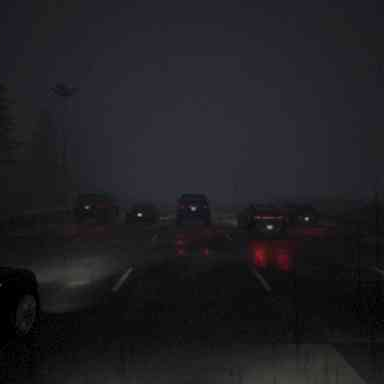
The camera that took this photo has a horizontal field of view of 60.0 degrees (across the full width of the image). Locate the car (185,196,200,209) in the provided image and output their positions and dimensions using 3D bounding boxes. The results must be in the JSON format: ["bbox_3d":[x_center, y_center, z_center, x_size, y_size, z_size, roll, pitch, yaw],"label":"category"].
[{"bbox_3d":[0.095,1.316,41.749,1.812,1.442,4.674,0,0,0],"label":"car"}]

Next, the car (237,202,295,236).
[{"bbox_3d":[3.603,1.401,17.835,2.128,1.511,4.902,0,0,0],"label":"car"}]

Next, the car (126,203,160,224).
[{"bbox_3d":[-3.393,1.445,23.585,1.994,1.385,4.181,0,0,0],"label":"car"}]

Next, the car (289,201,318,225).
[{"bbox_3d":[7.106,1.388,23.018,1.837,1.490,4.892,0,0,0],"label":"car"}]

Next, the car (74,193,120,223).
[{"bbox_3d":[-6.896,1.098,24.540,2.150,2.045,5.566,0,0,0],"label":"car"}]

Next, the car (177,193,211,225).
[{"bbox_3d":[0.115,1.106,22.956,2.150,2.045,5.566,0,0,0],"label":"car"}]

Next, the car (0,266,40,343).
[{"bbox_3d":[-3.400,1.473,3.525,2.128,1.511,4.902,0,0,0],"label":"car"}]
